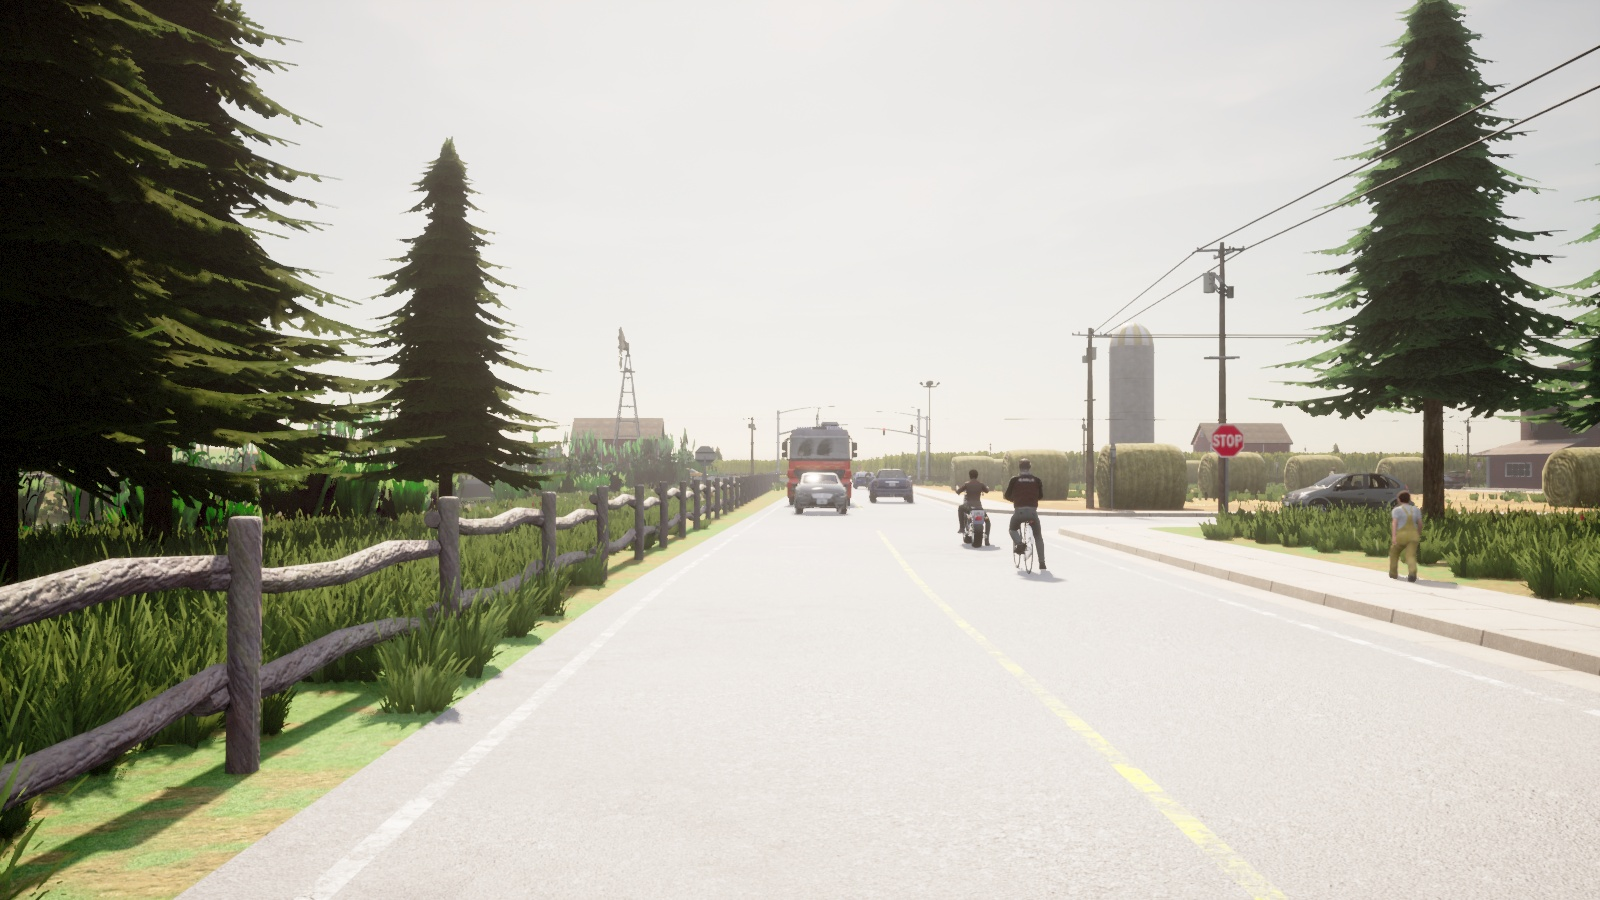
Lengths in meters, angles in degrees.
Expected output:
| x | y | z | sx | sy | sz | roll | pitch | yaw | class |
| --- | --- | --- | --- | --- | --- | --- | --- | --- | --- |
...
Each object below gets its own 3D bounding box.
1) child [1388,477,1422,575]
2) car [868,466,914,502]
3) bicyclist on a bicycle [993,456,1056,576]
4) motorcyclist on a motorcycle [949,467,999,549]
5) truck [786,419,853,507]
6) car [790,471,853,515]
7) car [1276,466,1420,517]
| x | y | z | sx | sy | sz | roll | pitch | yaw | class |
| --- | --- | --- | --- | --- | --- | --- | --- | --- | --- |
| 7.923 | 0.991 | 16.455 | 0.270 | 1.263 | 0.437 | 0 | -1 | 8 | child |
| 4.575 | 1.711 | 63.563 | 2.097 | 1.767 | 4.553 | 0 | -1 | 1 | car |
| 3.485 | 0.992 | 19.624 | 0.659 | 1.776 | 1.843 | 0 | -1 | 1 | bicyclist on a bicycle |
| 3.640 | 1.186 | 26.453 | 0.766 | 1.649 | 2.350 | 0 | -1 | 1 | motorcyclist on a motorcycle |
| 0.957 | 0.627 | 59.080 | 2.891 | 3.827 | 8.468 | 0 | -1 | 1 | truck |
| 0.740 | 1.535 | 46.208 | 2.128 | 1.511 | 4.902 | 0 | -1 | -1 | car |
| 18.218 | 1.368 | 41.865 | 3.988 | 1.617 | 1.851 | 0 | -1 | -1 | car |
